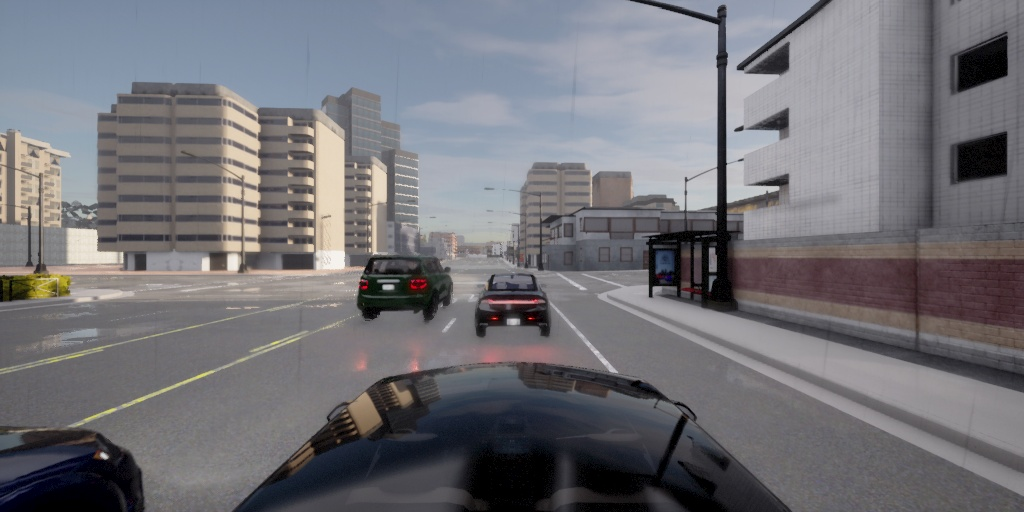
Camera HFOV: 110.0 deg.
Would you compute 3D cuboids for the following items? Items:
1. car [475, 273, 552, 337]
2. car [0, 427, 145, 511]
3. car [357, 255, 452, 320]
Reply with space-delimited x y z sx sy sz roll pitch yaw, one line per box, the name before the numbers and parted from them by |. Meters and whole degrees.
car | 0.010 1.241 10.337 2.128 1.511 4.902 0 0 -1
car | -3.453 1.314 0.605 1.994 1.385 4.181 0 0 1
car | -3.518 0.972 12.727 2.150 2.045 5.566 0 0 -1
